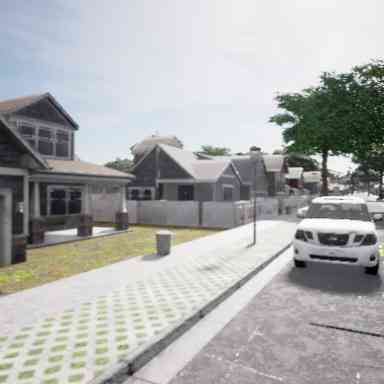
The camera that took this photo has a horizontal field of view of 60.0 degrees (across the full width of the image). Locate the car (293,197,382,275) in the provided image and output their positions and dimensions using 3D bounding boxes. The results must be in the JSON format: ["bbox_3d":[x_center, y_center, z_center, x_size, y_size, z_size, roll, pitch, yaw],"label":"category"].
[{"bbox_3d":[4.859,1.202,11.034,2.150,2.045,5.566,1,1,27],"label":"car"}]
